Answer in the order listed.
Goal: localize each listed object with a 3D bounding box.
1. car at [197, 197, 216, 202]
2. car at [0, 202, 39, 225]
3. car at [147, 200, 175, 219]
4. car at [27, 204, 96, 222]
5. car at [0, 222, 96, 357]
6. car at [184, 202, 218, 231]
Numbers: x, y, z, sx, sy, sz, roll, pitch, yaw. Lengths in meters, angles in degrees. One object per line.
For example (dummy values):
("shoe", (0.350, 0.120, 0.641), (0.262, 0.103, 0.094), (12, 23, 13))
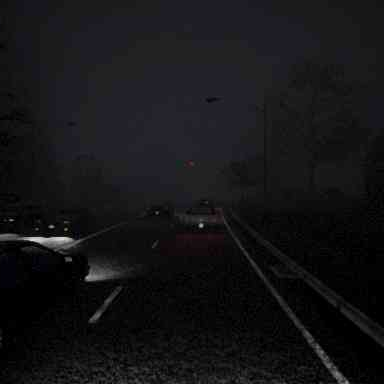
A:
("car", (1.598, 1.327, 36.977), (1.837, 1.490, 4.892), (0, -1, 4))
("car", (-10.143, 1.406, 19.720), (1.837, 1.490, 4.892), (0, 0, 3))
("car", (-2.535, 1.393, 27.714), (1.812, 1.442, 4.674), (0, 0, 3))
("car", (-6.705, 1.474, 18.007), (1.994, 1.385, 4.181), (0, 0, 2))
("car", (-3.340, 1.519, 5.415), (2.033, 1.411, 5.357), (0, 0, 1))
("car", (0.572, 1.506, 20.011), (1.895, 1.301, 4.718), (0, 0, 2))
